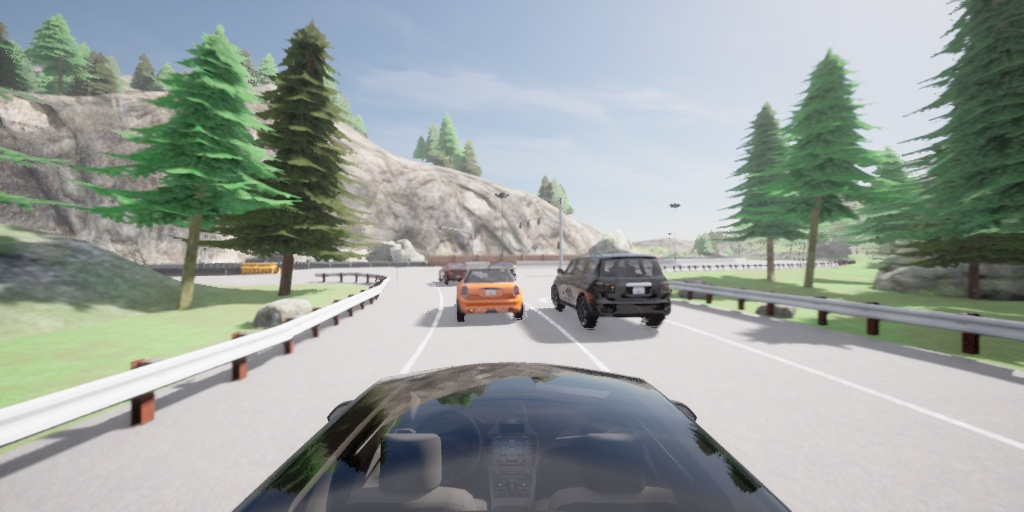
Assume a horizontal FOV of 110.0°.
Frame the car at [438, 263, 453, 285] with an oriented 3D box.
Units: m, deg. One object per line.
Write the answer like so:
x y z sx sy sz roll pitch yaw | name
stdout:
-4.441 1.288 27.416 1.882 1.535 5.008 0 0 -19 | car

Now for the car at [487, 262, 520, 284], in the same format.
-0.817 1.293 29.148 1.837 1.490 4.892 -1 0 -11 | car

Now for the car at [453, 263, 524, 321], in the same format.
-0.922 1.120 12.858 2.097 1.767 4.553 0 0 -8 | car

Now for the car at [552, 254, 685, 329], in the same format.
2.824 0.961 11.463 2.150 2.045 5.566 0 0 -6 | car
